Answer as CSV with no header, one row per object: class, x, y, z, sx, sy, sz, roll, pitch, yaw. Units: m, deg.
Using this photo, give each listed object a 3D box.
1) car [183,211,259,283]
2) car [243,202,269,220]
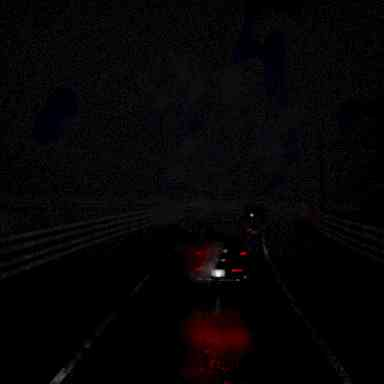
car,0.899,1.570,9.911,1.837,1.490,4.892,0,0,7
car,5.820,1.706,30.223,1.837,1.490,4.892,-1,-1,19
